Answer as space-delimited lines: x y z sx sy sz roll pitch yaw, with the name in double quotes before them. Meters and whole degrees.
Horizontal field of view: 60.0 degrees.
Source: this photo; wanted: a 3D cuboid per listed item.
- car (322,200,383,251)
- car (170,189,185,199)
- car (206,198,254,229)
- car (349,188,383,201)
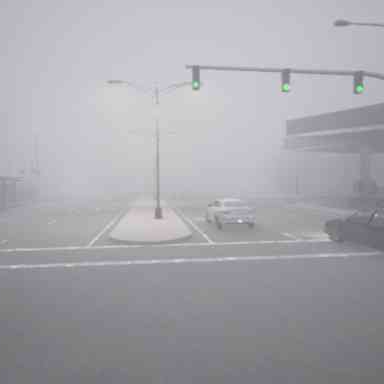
"car" 6.328 1.200 10.694 2.033 1.411 5.357 -1 1 -7
"car" -2.095 0.288 48.904 1.812 1.442 4.674 -1 1 -7
"car" 1.918 1.047 17.614 1.812 1.442 4.674 -1 1 -7
"car" 14.130 0.485 25.664 2.242 1.667 4.611 -1 1 -7
